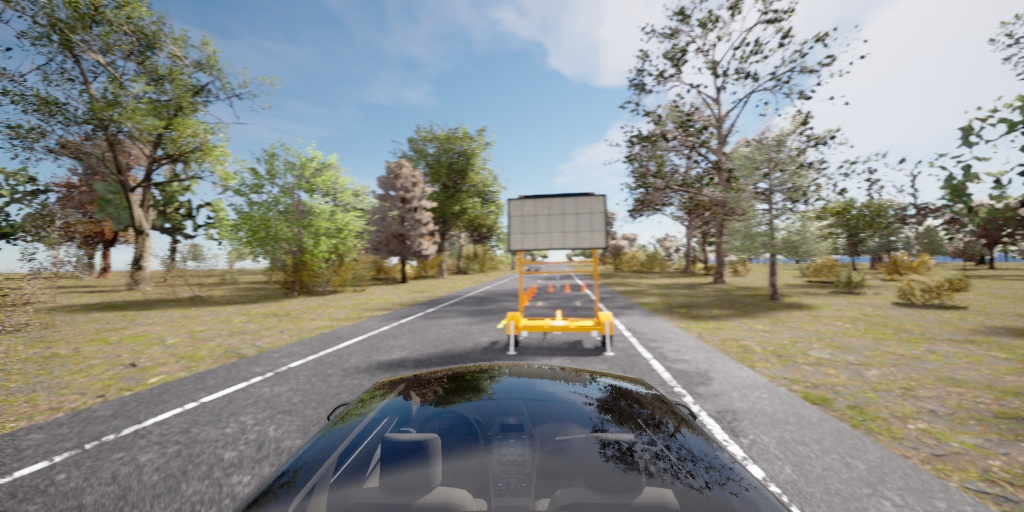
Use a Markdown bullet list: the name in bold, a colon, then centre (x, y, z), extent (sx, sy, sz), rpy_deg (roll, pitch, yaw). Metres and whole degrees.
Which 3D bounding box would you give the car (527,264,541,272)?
- **car**: centre (3.264, 1.821, 52.469), extent (2.128, 1.511, 4.902), rpy_deg (-1, -1, 7)

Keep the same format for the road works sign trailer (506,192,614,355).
- **road works sign trailer**: centre (1.169, 0.271, 8.836), extent (2.380, 3.560, 2.880), rpy_deg (0, 0, 7)
